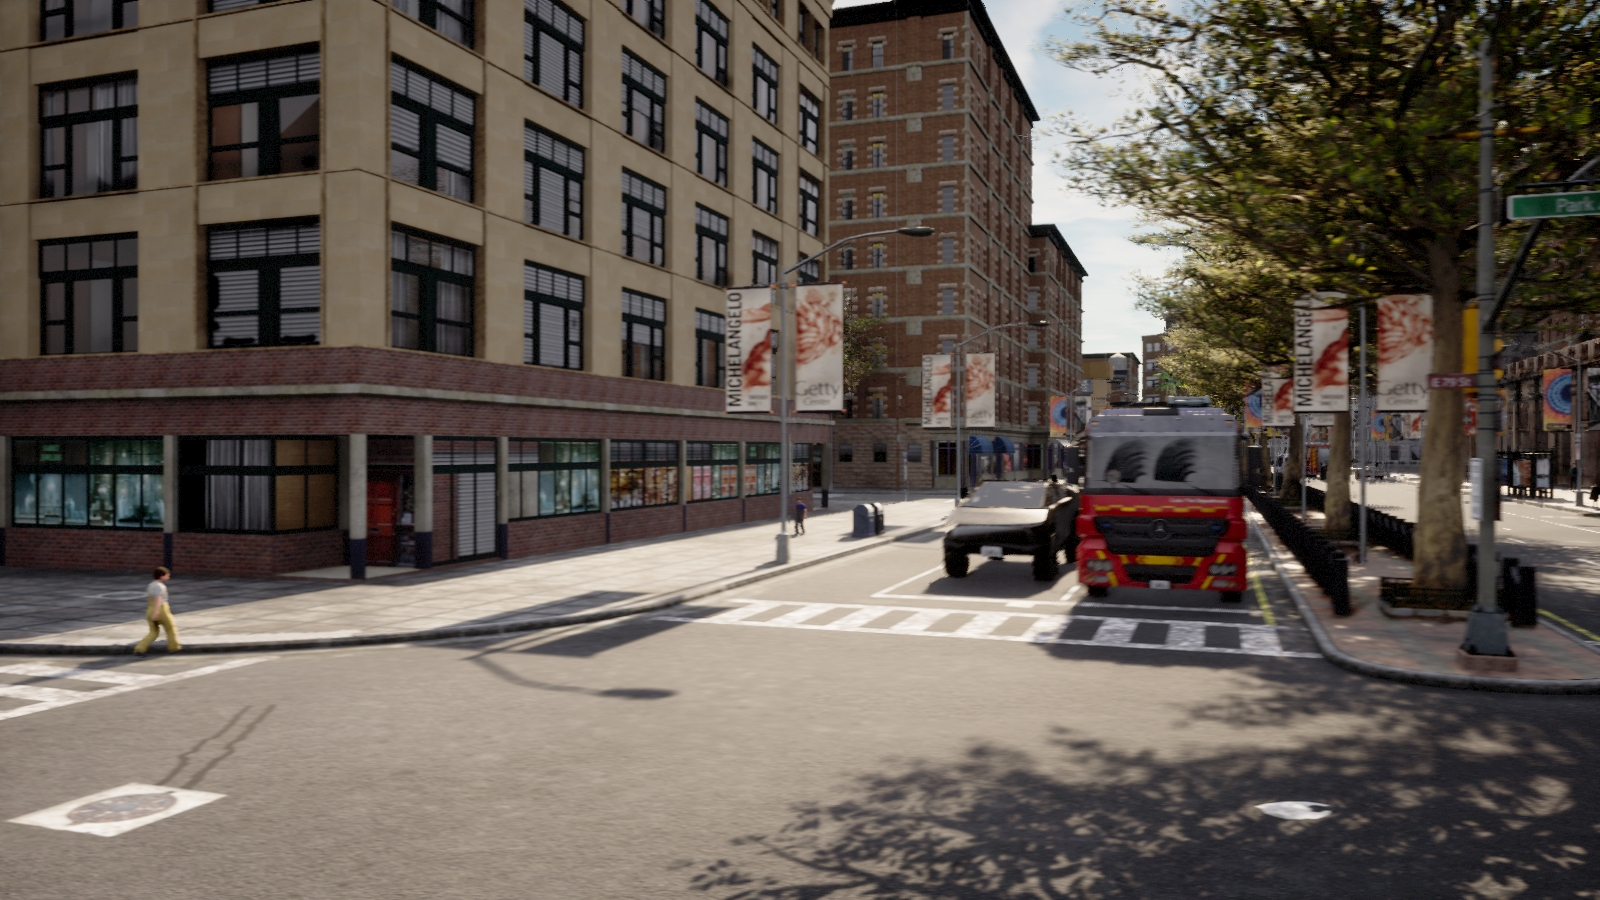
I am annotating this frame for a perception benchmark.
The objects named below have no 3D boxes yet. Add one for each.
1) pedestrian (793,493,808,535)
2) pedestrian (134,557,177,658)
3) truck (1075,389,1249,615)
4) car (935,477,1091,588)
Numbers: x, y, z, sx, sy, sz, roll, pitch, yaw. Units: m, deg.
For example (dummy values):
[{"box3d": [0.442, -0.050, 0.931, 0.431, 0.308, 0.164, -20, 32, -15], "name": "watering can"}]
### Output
[{"box3d": [0.020, 1.976, 35.392, 0.375, 1.300, 0.375, 0, 0, 20], "name": "pedestrian"}, {"box3d": [-8.723, 2.124, 15.473, 0.375, 1.300, 0.375, 0, 0, 32], "name": "pedestrian"}, {"box3d": [7.690, 0.891, 23.859, 2.891, 3.827, 8.468, 0, 0, 20], "name": "truck"}, {"box3d": [5.140, 1.753, 26.636, 2.390, 2.098, 6.274, 0, 0, 22], "name": "car"}]
